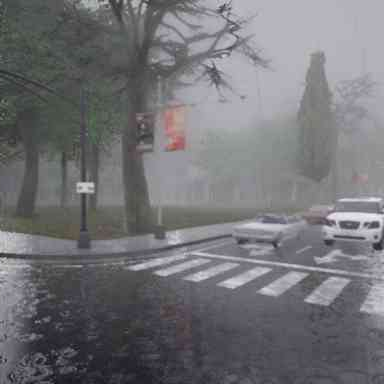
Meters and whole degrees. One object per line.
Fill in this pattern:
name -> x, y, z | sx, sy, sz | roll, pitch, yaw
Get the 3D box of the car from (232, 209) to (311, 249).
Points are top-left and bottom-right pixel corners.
car -> 3.677, 1.643, 15.205 | 1.895, 1.301, 4.718 | 0, 0, 35

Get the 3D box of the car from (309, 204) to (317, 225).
car -> 8.920, 1.542, 22.681 | 1.882, 1.535, 5.008 | 0, 0, 35

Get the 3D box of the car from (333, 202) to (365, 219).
car -> 14.612, 1.659, 30.794 | 1.994, 1.385, 4.181 | 0, 0, 35

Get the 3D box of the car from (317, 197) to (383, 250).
car -> 7.604, 1.271, 15.155 | 2.150, 2.045, 5.566 | 0, 0, 34

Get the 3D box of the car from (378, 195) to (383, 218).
car -> 19.578, 1.334, 32.209 | 2.150, 2.045, 5.566 | 0, 0, 36

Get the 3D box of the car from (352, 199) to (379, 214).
car -> 20.569, 1.632, 39.230 | 2.128, 1.511, 4.902 | 0, 0, 36
